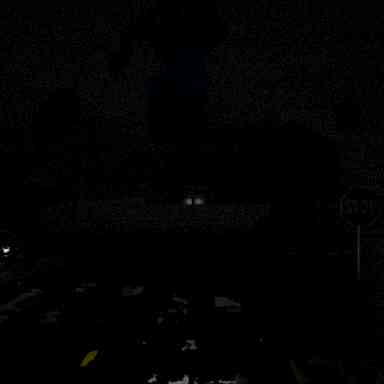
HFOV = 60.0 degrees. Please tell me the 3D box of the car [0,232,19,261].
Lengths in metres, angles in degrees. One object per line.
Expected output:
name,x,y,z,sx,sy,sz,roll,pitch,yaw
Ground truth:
car,-8.005,1.558,10.565,4.892,1.490,1.837,-1,0,11
